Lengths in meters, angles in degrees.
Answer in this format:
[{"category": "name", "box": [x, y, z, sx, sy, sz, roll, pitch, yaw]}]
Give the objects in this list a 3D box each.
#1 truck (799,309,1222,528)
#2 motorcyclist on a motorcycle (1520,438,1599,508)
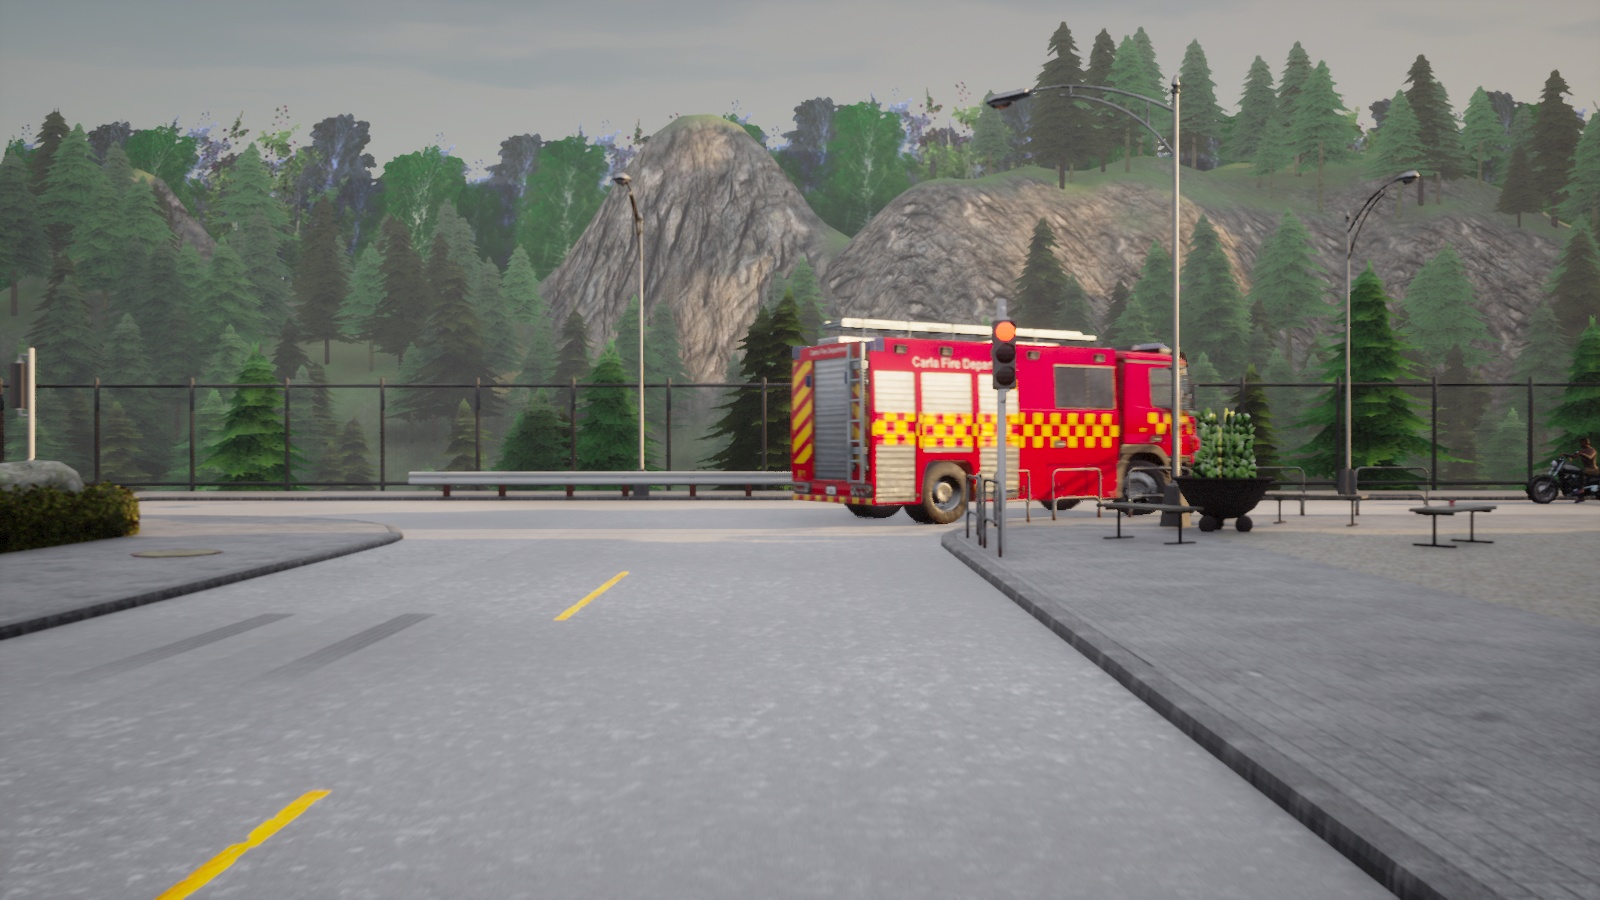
[{"category": "truck", "box": [4.373, -0.557, 25.269, 8.468, 3.827, 2.891, 0, 0, -30]}, {"category": "motorcyclist on a motorcycle", "box": [18.691, 0.542, 30.162, 2.350, 1.649, 0.766, 0, 0, 0]}]
